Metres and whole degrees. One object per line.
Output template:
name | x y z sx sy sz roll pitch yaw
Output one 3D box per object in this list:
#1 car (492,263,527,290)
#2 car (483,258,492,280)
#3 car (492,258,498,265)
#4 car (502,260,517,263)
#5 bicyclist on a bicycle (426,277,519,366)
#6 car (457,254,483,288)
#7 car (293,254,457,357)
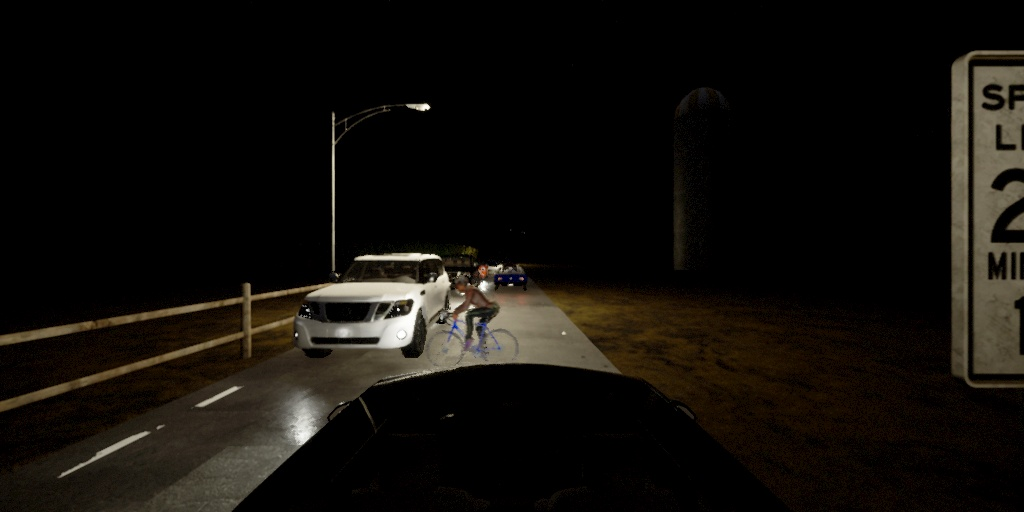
car | -0.091 1.294 22.062 1.895 1.301 4.718 0 0 -1
car | -3.075 1.036 30.013 2.097 1.767 4.553 0 0 0
car | -3.410 1.153 61.423 1.882 1.535 5.008 0 0 0
car | -0.331 1.204 45.661 1.812 1.442 4.674 0 0 -1
bicyclist on a bicycle | -0.715 1.190 6.370 1.656 1.620 0.582 -2 0 -1
car | -3.014 0.920 19.686 2.150 2.045 5.566 0 0 -1
car | -2.903 0.952 8.845 2.150 2.045 5.566 0 0 -1
